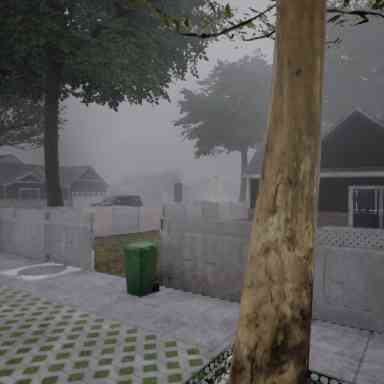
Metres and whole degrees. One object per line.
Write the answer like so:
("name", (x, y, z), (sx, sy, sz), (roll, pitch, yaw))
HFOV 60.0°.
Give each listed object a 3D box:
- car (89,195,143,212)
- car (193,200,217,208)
("car", (-6.784, 1.292, 30.022), (2.150, 2.045, 5.566), (1, 0, 35))
("car", (1.356, 1.687, 41.716), (1.994, 1.385, 4.181), (1, 0, 36))
